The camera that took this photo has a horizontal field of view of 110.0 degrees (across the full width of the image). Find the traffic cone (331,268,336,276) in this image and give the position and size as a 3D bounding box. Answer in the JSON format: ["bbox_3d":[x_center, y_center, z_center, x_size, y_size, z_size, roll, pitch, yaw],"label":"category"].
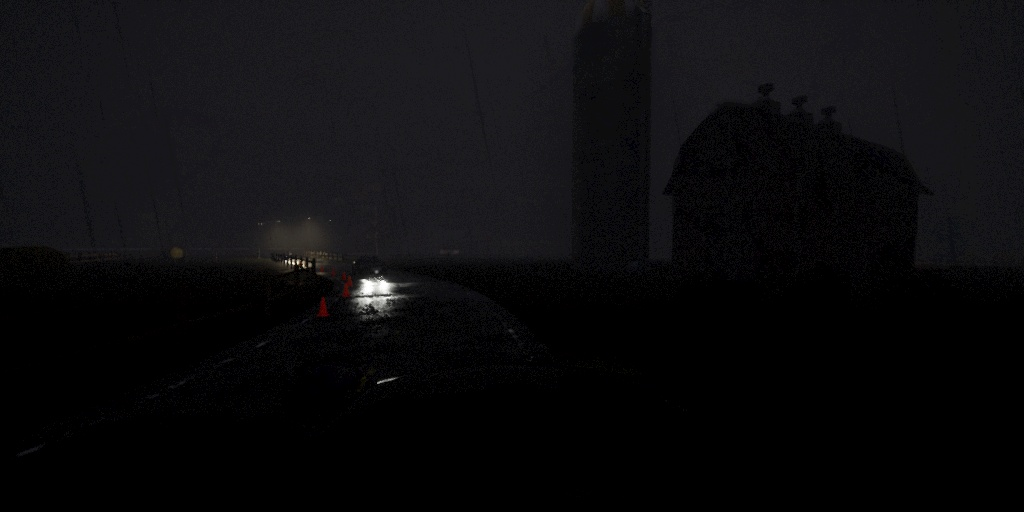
[{"bbox_3d":[-13.995,1.235,28.114,0.340,0.580,0.340,0,0,-37],"label":"traffic cone"}]

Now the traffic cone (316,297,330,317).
[{"bbox_3d":[-5.834,1.551,11.082,0.340,0.580,0.340,0,0,-14],"label":"traffic cone"}]

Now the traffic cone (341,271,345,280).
[{"bbox_3d":[-11.327,1.312,24.183,0.340,0.580,0.340,0,0,-31],"label":"traffic cone"}]

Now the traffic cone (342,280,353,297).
[{"bbox_3d":[-7.225,1.471,15.625,0.340,0.580,0.340,0,0,-20],"label":"traffic cone"}]

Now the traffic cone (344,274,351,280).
[{"bbox_3d":[-9.063,1.391,20.007,0.340,0.580,0.340,0,0,-26],"label":"traffic cone"}]

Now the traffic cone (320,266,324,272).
[{"bbox_3d":[-17.011,1.149,32.095,0.340,0.580,0.340,0,0,-37],"label":"traffic cone"}]

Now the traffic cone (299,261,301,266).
[{"bbox_3d":[-26.070,0.880,44.049,0.340,0.580,0.340,0,0,-37],"label":"traffic cone"}]

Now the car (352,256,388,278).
[{"bbox_3d":[-10.658,0.785,26.737,2.128,1.511,4.902,-1,2,-33],"label":"car"}]
